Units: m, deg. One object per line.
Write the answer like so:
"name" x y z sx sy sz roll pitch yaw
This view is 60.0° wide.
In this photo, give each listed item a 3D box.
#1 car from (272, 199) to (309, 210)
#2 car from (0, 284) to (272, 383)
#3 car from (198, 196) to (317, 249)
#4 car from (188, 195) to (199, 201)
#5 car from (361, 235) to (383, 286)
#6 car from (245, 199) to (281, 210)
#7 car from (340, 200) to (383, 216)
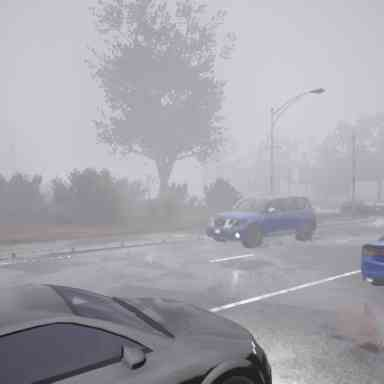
"car" 13.261 1.597 44.973 1.895 1.301 4.718 0 0 -33
"car" -1.251 1.564 2.856 4.181 1.385 1.994 0 0 -36
"car" 3.277 1.221 14.920 5.566 2.045 2.150 0 0 -35
"car" 1.217 1.415 63.300 2.128 1.511 4.902 0 0 -34
"car" 6.126 1.478 8.155 5.008 1.535 1.882 0 0 -36
"car" 9.420 1.596 44.481 1.895 1.301 4.718 0 0 -32
"car" 16.634 1.525 32.236 1.812 1.442 4.674 0 0 -24
